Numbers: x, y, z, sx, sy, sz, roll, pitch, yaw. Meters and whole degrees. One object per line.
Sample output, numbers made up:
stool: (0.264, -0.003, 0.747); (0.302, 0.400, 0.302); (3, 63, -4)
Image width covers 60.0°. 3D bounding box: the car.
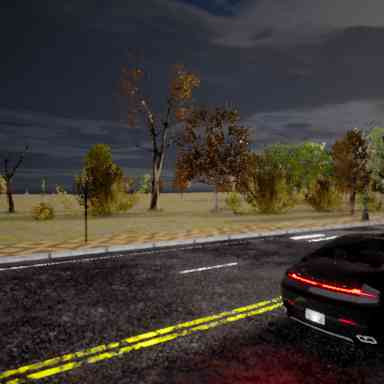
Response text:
car: (3.678, 1.496, 5.906); (4.892, 1.490, 1.837); (1, -1, -34)
